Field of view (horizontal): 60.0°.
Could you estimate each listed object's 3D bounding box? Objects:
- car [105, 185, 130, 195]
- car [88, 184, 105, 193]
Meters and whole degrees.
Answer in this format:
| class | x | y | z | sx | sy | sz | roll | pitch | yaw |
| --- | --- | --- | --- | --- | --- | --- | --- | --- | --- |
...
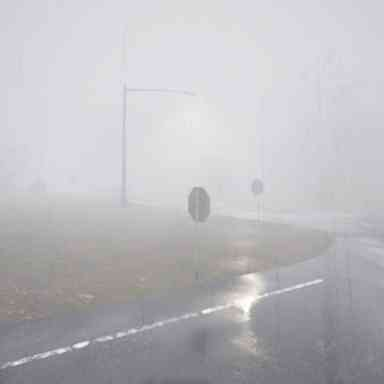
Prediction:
| class | x | y | z | sx | sy | sz | roll | pitch | yaw |
| --- | --- | --- | --- | --- | --- | --- | --- | --- | --- |
| car | -11.365 | -0.342 | 52.048 | 1.882 | 1.535 | 5.008 | 0 | 2 | -36 |
| car | -17.196 | -0.664 | 60.176 | 1.882 | 1.535 | 5.008 | 0 | 2 | -36 |
